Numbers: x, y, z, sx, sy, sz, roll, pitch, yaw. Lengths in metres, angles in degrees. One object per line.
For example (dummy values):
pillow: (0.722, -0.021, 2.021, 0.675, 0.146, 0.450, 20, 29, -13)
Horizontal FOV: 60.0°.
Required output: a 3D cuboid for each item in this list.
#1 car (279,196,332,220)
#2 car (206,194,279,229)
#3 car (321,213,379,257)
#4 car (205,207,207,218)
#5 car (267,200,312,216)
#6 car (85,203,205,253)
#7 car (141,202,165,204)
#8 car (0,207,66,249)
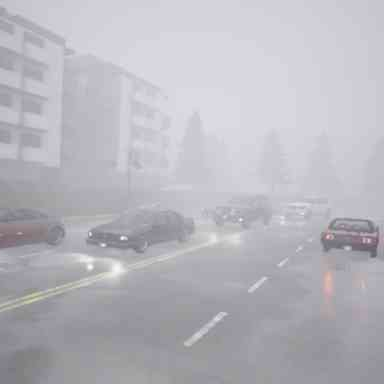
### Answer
car: (10.545, 1.378, 30.004, 5.566, 2.045, 2.150, 2, 1, -41)
car: (3.512, 1.179, 22.008, 2.150, 2.045, 5.566, 2, 1, 34)
car: (6.707, 1.741, 13.848, 1.895, 1.301, 4.718, 2, 1, 30)
car: (2.719, 1.491, 26.800, 1.895, 1.301, 4.718, 2, 1, 39)
car: (10.083, 1.612, 34.192, 4.892, 1.490, 1.837, 2, 1, -39)
car: (-1.682, 1.380, 13.246, 2.033, 1.411, 5.357, 2, 1, 27)
car: (-2.298, 1.288, 19.179, 1.812, 1.442, 4.674, 2, 1, 30)
car: (-6.490, 1.230, 11.488, 1.994, 1.385, 4.181, 2, 1, 28)
